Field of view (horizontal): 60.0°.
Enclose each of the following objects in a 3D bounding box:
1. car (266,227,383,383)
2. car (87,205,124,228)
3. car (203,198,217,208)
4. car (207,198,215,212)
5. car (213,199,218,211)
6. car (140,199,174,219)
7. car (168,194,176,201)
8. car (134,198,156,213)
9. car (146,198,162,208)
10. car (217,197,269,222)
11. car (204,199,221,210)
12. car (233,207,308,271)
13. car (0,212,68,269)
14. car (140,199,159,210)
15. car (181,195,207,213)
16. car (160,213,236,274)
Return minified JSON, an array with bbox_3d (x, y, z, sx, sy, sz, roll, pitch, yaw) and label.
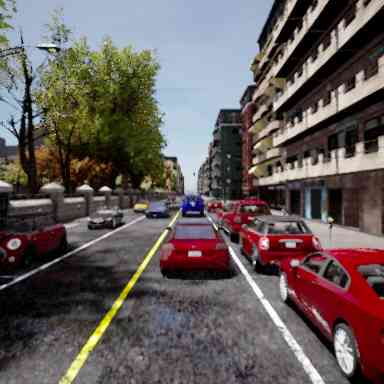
[{"bbox_3d":[2.689,1.556,5.351,1.887,1.381,4.507,0,0,0],"label":"car"},{"bbox_3d":[-5.691,1.600,22.241,2.008,1.369,4.403,0,0,0],"label":"car"},{"bbox_3d":[2.689,1.649,50.564,1.752,1.417,4.829,0,0,0],"label":"car"},{"bbox_3d":[2.689,1.531,39.132,1.967,1.590,4.097,0,0,0],"label":"car"},{"bbox_3d":[2.689,1.489,22.242,1.967,1.590,4.097,0,0,0],"label":"car"},{"bbox_3d":[-3.101,1.616,30.539,2.033,1.411,5.357,0,0,0],"label":"car"},{"bbox_3d":[-5.693,1.582,93.959,2.192,1.841,5.009,0,0,0],"label":"car"},{"bbox_3d":[-5.691,1.616,38.961,1.752,1.417,4.829,0,0,0],"label":"car"},{"bbox_3d":[-5.691,1.649,50.223,1.752,1.417,4.829,0,0,0],"label":"car"},{"bbox_3d":[2.688,1.351,16.611,2.192,1.841,5.009,0,0,0],"label":"car"},{"bbox_3d":[2.690,1.672,44.762,1.947,1.339,4.313,0,0,0],"label":"car"},{"bbox_3d":[2.689,1.464,10.981,1.967,1.590,4.097,0,0,0],"label":"car"},{"bbox_3d":[-5.692,1.464,10.979,1.967,1.590,4.097,0,0,0],"label":"car"},{"bbox_3d":[-5.691,1.658,44.762,2.008,1.369,4.403,0,0,0],"label":"car"},{"bbox_3d":[0.099,1.298,33.741,2.150,2.045,5.566,0,0,0],"label":"car"},{"bbox_3d":[0.082,1.588,10.715,1.994,1.385,4.181,0,0,0],"label":"car"}]
